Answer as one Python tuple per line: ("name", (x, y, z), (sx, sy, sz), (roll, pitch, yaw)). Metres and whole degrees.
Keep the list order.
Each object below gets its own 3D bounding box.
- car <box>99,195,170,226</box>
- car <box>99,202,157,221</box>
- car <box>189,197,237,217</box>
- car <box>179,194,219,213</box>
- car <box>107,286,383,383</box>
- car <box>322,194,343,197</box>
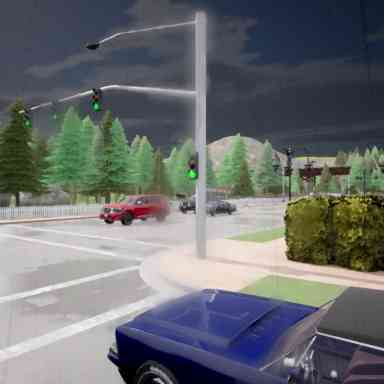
("car", (-3.997, 1.221, 24.249), (2.150, 2.045, 5.566), (0, 0, 38))
("car", (-5.348, 1.601, 28.182), (1.895, 1.301, 4.718), (0, 0, 38))
("car", (2.364, 1.547, 32.282), (2.033, 1.411, 5.357), (0, 0, 38))
("car", (0.983, 1.221, 36.168), (2.150, 2.045, 5.566), (0, 0, 39))
("car", (1.432, 1.601, 2.943), (4.718, 1.301, 1.895), (0, 0, 36))
("car", (16.623, 1.223, 38.726), (2.150, 2.045, 5.566), (0, 0, 38))
